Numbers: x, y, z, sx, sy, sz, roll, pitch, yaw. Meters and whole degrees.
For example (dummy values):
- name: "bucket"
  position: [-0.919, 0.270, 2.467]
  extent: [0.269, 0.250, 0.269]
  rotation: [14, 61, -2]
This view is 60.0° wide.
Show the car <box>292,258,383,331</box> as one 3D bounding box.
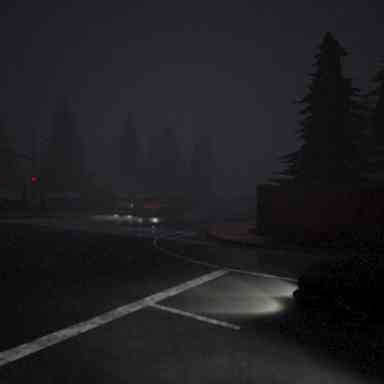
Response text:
- name: "car"
  position: [4.423, 1.549, 5.110]
  extent: [5.357, 1.411, 2.033]
  rotation: [0, 0, 36]

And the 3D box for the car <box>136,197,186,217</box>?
- name: "car"
  position: [-2.541, 1.421, 30.900]
  extent: [1.882, 1.535, 5.008]
  rotation: [0, 0, 35]

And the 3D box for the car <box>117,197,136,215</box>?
- name: "car"
  position: [-5.271, 1.286, 33.097]
  extent: [2.097, 1.767, 4.553]
  rotation: [0, 0, 35]
